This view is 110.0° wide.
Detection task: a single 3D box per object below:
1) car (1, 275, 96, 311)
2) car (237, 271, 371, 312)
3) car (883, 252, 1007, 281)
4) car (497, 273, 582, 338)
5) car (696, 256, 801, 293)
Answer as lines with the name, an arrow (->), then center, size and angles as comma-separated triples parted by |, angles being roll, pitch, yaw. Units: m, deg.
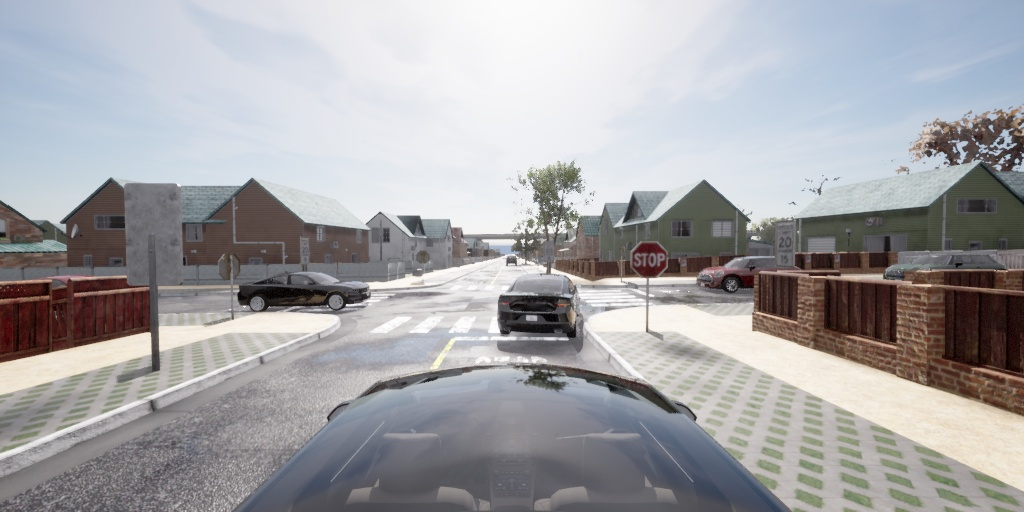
car -> -18.038, 1.546, 14.791 | 5.008, 1.535, 1.882 | -1, 2, 0
car -> -8.485, 1.376, 14.866 | 5.008, 1.535, 1.882 | -1, 2, 0
car -> 21.681, 0.645, 18.059 | 4.553, 1.767, 2.097 | -1, 2, 0
car -> 0.947, 1.224, 10.351 | 1.882, 1.535, 5.008 | 0, 0, 12
car -> 11.786, 0.820, 17.975 | 4.553, 1.767, 2.097 | -1, 2, 0
